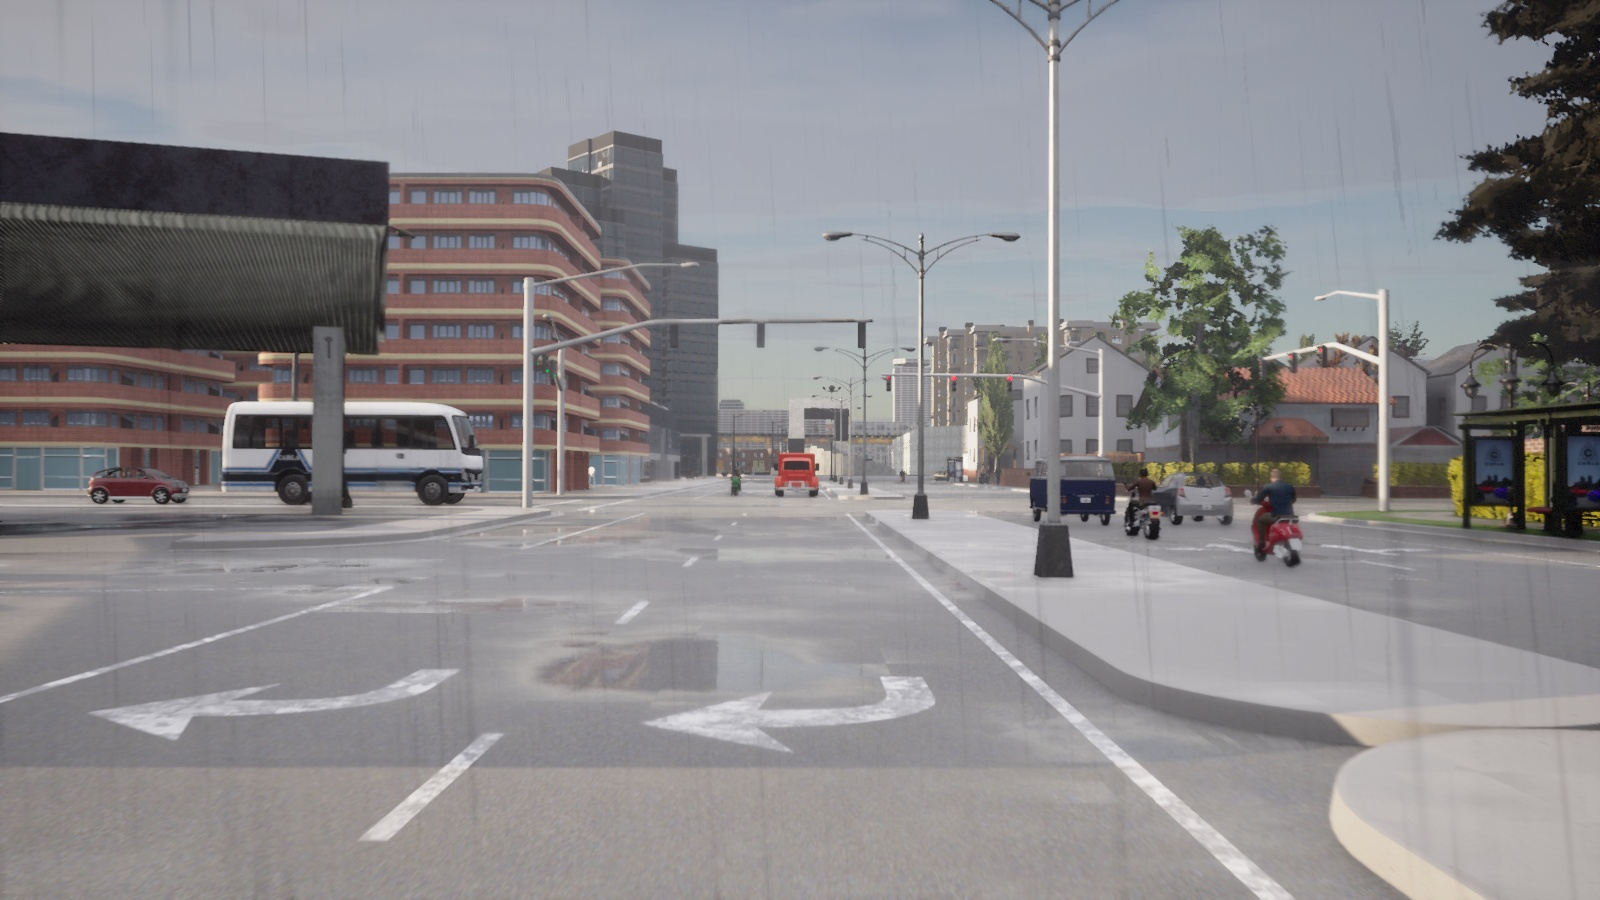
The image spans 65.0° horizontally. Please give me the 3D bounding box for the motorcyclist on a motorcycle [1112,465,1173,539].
[{"bbox_3d":[7.927,1.172,29.191,0.766,1.649,2.350,0,-1,0],"label":"motorcyclist on a motorcycle"}]

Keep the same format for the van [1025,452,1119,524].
[{"bbox_3d":[7.907,1.090,36.863,1.775,1.987,4.442,0,-1,0],"label":"van"}]

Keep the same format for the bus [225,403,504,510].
[{"bbox_3d":[-17.908,0.298,52.360,10.273,4.253,3.944,0,-1,-1],"label":"bus"}]

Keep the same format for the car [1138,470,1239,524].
[{"bbox_3d":[11.408,1.341,37.088,1.845,1.501,3.633,0,-1,0],"label":"car"}]

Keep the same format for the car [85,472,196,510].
[{"bbox_3d":[-27.352,1.688,52.160,3.705,1.549,1.789,0,-1,-1],"label":"car"}]

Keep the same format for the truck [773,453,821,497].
[{"bbox_3d":[-0.182,1.417,72.180,2.627,2.467,5.204,0,-1,0],"label":"truck"}]

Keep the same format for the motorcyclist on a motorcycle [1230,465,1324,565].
[{"bbox_3d":[7.947,1.051,21.004,0.866,1.590,1.817,0,-1,0],"label":"motorcyclist on a motorcycle"}]
